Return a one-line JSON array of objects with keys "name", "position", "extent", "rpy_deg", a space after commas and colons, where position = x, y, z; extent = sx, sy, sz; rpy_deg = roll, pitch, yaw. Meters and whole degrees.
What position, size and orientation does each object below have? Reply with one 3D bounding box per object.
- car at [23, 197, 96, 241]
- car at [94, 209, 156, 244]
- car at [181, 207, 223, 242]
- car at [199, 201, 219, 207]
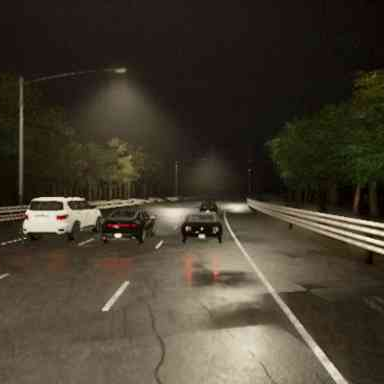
[{"name": "car", "position": [-6.447, 1.293, 17.249], "extent": [2.150, 2.045, 5.566], "rpy_deg": [0, 0, 3]}, {"name": "car", "position": [-2.977, 1.574, 16.269], "extent": [1.837, 1.490, 4.892], "rpy_deg": [0, 0, 2]}, {"name": "car", "position": [0.542, 1.676, 16.908], "extent": [1.895, 1.301, 4.718], "rpy_deg": [0, 0, 3]}, {"name": "car", "position": [1.771, 1.659, 34.743], "extent": [1.837, 1.490, 4.892], "rpy_deg": [0, 0, 5]}]
